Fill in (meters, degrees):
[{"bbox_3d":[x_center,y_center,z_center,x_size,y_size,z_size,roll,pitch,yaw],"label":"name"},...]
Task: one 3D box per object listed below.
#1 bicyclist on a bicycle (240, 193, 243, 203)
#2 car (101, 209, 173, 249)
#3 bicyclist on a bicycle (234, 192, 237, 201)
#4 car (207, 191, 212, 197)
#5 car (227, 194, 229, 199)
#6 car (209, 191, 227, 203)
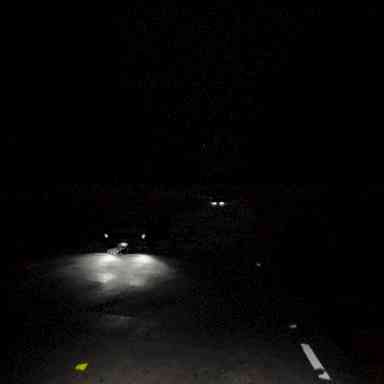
[{"bbox_3d":[8.095,0.969,54.566,0.582,1.620,1.656,0,0,3],"label":"bicyclist on a bicycle"},{"bbox_3d":[-2.088,1.440,14.308,2.033,1.411,5.357,0,0,7],"label":"car"},{"bbox_3d":[8.286,0.867,62.872,0.582,1.620,1.656,0,0,-1],"label":"bicyclist on a bicycle"},{"bbox_3d":[5.106,0.585,85.308,1.812,1.442,4.674,0,1,-12],"label":"car"},{"bbox_3d":[6.914,0.806,73.631,2.033,1.411,5.357,0,1,-7],"label":"car"},{"bbox_3d":[4.294,1.042,55.447,2.033,1.411,5.357,0,1,4],"label":"car"}]
